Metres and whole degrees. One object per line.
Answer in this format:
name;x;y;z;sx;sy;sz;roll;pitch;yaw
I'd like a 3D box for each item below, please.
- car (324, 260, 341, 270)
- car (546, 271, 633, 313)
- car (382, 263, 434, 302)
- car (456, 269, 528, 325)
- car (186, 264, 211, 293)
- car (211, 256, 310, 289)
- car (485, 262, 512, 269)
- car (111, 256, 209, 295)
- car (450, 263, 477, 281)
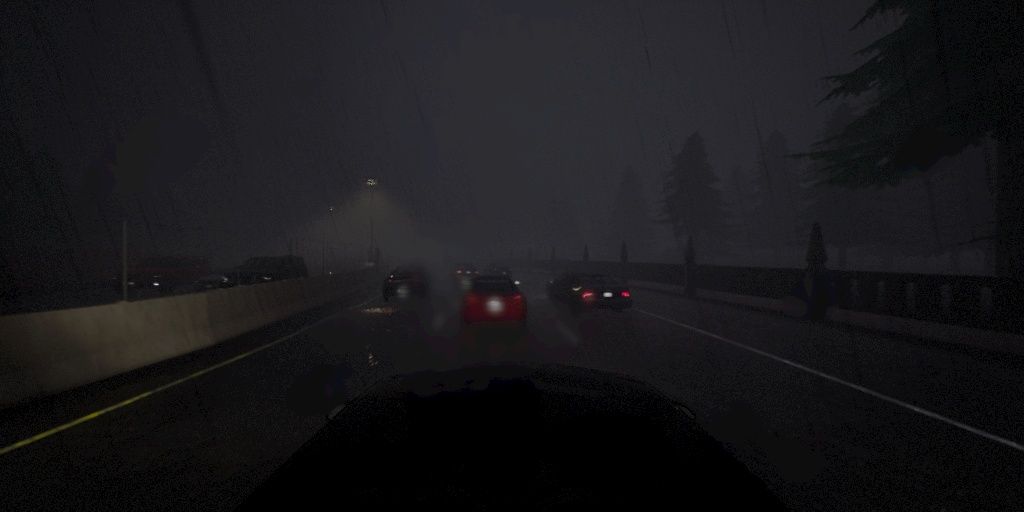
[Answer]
car;-27.856;1.299;55.556;2.128;1.511;4.902;0;0;-34
car;2.727;1.275;13.840;2.033;1.411;5.357;0;0;-7
car;-4.844;1.246;17.077;2.128;1.511;4.902;0;0;-9
car;-0.640;1.307;11.832;1.994;1.385;4.181;0;0;-5
car;-16.498;1.321;21.176;1.812;1.442;4.674;0;0;-13
car;-12.316;1.004;18.347;2.150;2.045;5.566;0;0;-11
car;-1.295;1.251;32.696;1.812;1.442;4.674;0;0;-16
car;-19.985;1.031;20.893;2.150;2.045;5.566;0;0;-13
car;-3.931;1.287;29.456;2.033;1.411;5.357;0;0;-16
